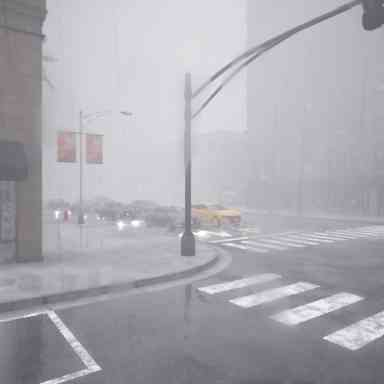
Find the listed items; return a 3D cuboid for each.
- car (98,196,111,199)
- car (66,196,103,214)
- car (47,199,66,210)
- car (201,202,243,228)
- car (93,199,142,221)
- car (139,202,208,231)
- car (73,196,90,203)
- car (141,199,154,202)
[{"bbox_3d":[-10.250,1.295,38.529,2.097,1.767,4.553,0,0,-36],"label":"car"},{"bbox_3d":[-11.069,1.477,34.108,1.812,1.442,4.674,0,0,-36],"label":"car"},{"bbox_3d":[-17.054,1.537,42.459,1.895,1.301,4.718,0,0,-35],"label":"car"},{"bbox_3d":[1.284,1.451,22.504,1.882,1.535,5.008,0,0,-35],"label":"car"},{"bbox_3d":[-6.144,1.529,27.241,1.994,1.385,4.181,0,0,-37],"label":"car"},{"bbox_3d":[-1.224,1.541,20.424,1.994,1.385,4.181,0,0,-36],"label":"car"},{"bbox_3d":[-22.041,1.451,66.332,1.994,1.385,4.181,0,0,-36],"label":"car"},{"bbox_3d":[-4.264,1.463,30.203,1.837,1.490,4.892,0,0,-36],"label":"car"}]
